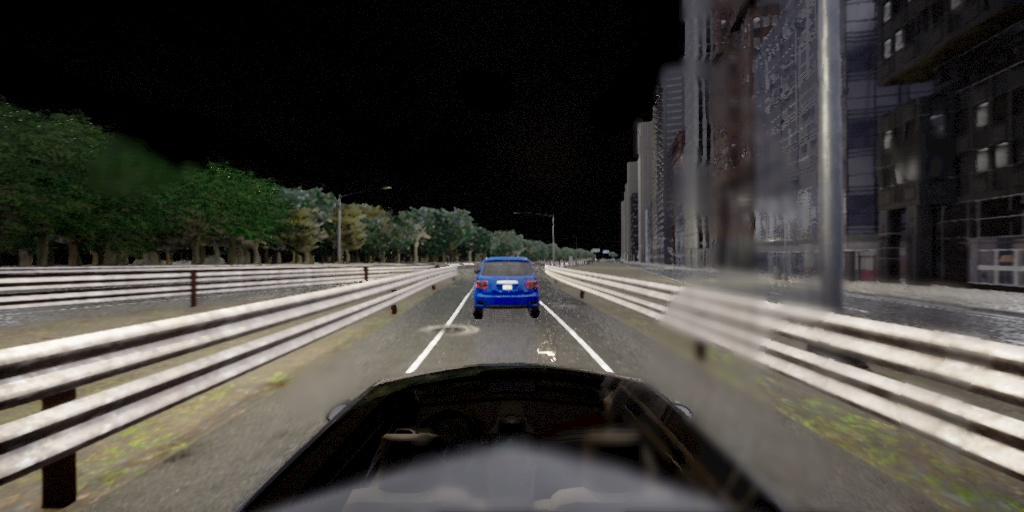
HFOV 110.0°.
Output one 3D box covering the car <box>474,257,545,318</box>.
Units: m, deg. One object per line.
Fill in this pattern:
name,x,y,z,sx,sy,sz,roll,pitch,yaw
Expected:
car,-0.261,1.061,13.648,2.150,2.045,5.566,0,0,-3
